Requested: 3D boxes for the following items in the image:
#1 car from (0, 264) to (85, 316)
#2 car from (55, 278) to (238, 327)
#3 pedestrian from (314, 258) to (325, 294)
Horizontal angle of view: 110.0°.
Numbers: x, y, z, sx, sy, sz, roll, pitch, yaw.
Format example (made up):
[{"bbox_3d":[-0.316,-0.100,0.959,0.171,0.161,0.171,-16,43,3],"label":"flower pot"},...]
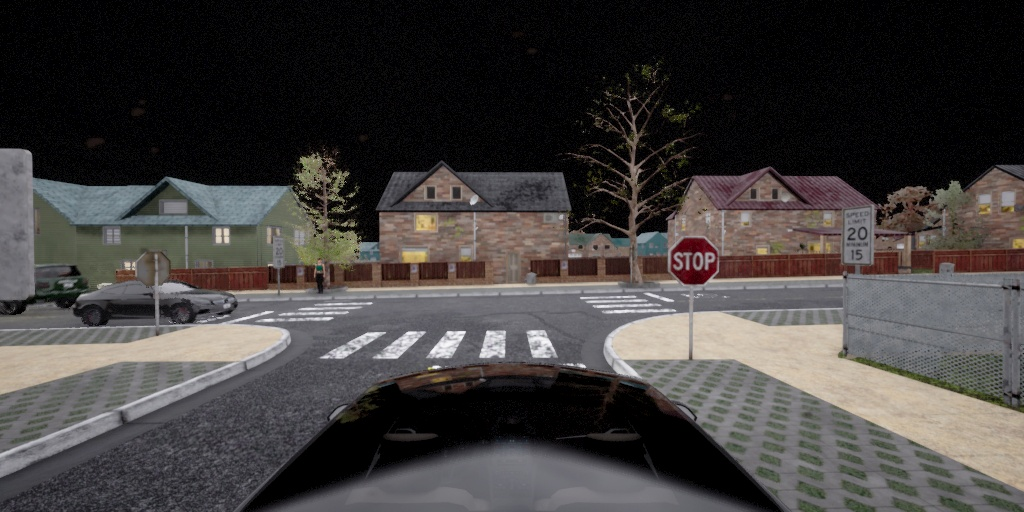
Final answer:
[{"bbox_3d":[-21.689,1.405,15.314,5.566,2.045,2.150,-1,1,-1],"label":"car"},{"bbox_3d":[-12.261,1.533,12.455,4.674,1.442,1.812,-1,1,-1],"label":"car"},{"bbox_3d":[-9.829,1.000,18.338,0.375,1.860,0.375,0,2,-1],"label":"pedestrian"}]
